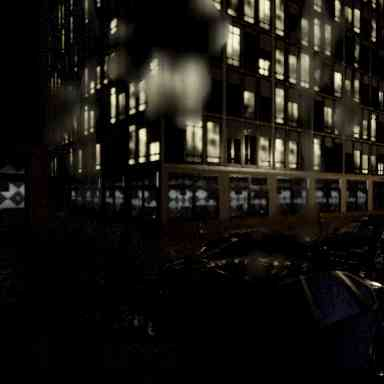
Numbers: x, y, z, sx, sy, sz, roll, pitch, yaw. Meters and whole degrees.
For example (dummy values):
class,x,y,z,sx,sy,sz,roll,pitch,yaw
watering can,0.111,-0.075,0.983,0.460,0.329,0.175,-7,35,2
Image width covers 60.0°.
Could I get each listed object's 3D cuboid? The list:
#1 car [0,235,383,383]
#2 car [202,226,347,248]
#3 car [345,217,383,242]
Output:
class,x,y,z,sx,sy,sz,roll,pitch,yaw
car,0.672,1.540,3.861,5.357,1.411,2.033,0,0,-35
car,1.328,1.551,7.505,4.313,1.339,1.947,0,0,-36
car,5.836,1.521,10.723,4.403,1.369,2.008,0,0,-36
